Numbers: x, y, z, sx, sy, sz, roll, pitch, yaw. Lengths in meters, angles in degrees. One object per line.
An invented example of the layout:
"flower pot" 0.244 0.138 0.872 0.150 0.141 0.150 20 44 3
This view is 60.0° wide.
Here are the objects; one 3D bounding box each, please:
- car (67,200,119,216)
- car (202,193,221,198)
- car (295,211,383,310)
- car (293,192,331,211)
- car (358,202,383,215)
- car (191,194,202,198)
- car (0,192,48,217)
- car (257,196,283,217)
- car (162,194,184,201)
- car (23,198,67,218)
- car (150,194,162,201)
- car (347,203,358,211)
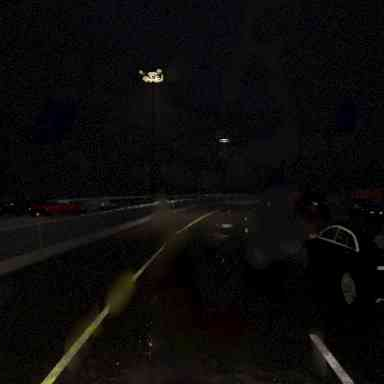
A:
"car" -7.930 1.339 27.912 2.033 1.411 5.357 0 0 10
"car" 4.452 1.044 67.338 2.128 1.511 4.902 0 0 24
"car" 3.944 1.444 7.642 2.128 1.511 4.902 0 1 3
"car" 10.255 1.036 28.777 2.150 2.045 5.566 0 0 12
"car" 7.618 1.160 10.434 2.150 2.045 5.566 0 0 4
"car" 1.331 1.071 68.936 1.994 1.385 4.181 0 0 24
"car" -14.794 0.997 29.106 2.150 2.045 5.566 0 0 10
"car" 6.872 1.156 29.511 2.097 1.767 4.553 0 0 11
"car" -3.357 1.070 67.052 2.033 1.411 5.357 0 0 22
"car" -11.488 1.388 27.771 1.895 1.301 4.718 0 0 10
"car" -6.573 1.052 68.382 2.033 1.411 5.357 0 0 22
"car" 12.911 1.398 24.202 2.033 1.411 5.357 0 0 10
